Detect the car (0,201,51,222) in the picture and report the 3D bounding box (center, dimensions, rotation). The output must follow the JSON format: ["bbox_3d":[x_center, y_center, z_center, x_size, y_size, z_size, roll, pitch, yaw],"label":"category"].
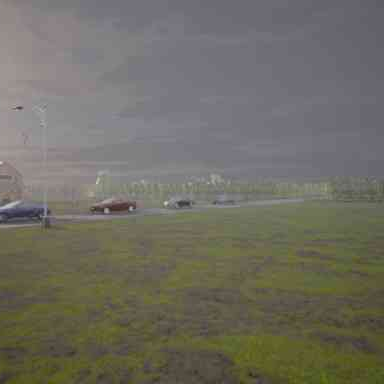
[{"bbox_3d":[-13.067,1.408,25.187,1.812,1.442,4.674,0,0,36],"label":"car"}]

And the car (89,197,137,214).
[{"bbox_3d":[-7.647,1.279,32.503,1.882,1.535,5.008,0,0,37],"label":"car"}]

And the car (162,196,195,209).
[{"bbox_3d":[-1.572,1.202,40.632,2.128,1.511,4.902,0,0,37],"label":"car"}]

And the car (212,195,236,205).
[{"bbox_3d":[4.740,1.181,49.035,1.994,1.385,4.181,0,0,37],"label":"car"}]
